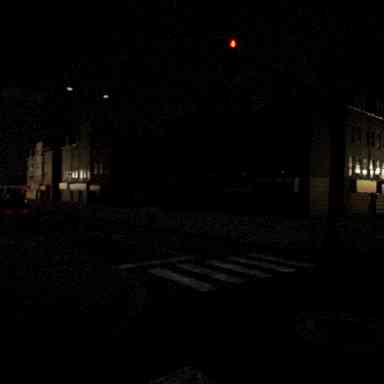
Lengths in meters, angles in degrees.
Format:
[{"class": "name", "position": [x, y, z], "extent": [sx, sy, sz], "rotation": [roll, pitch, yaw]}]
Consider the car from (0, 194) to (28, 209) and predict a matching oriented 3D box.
[{"class": "car", "position": [-20.912, 1.030, 38.997], "extent": [2.097, 1.767, 4.553], "rotation": [1, 0, -41]}]

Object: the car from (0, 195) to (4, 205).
[{"class": "car", "position": [-30.010, 1.099, 49.984], "extent": [2.033, 1.411, 5.357], "rotation": [1, 0, -41]}]
